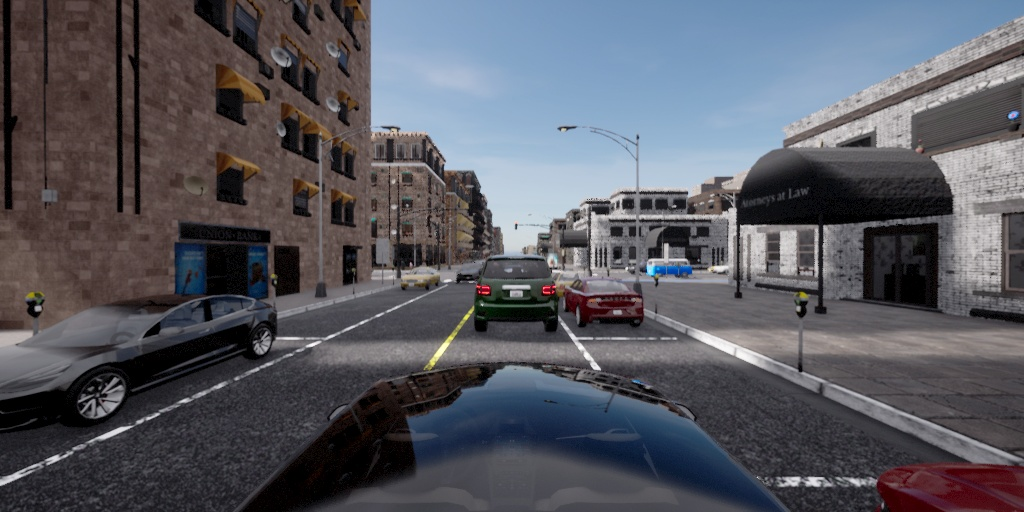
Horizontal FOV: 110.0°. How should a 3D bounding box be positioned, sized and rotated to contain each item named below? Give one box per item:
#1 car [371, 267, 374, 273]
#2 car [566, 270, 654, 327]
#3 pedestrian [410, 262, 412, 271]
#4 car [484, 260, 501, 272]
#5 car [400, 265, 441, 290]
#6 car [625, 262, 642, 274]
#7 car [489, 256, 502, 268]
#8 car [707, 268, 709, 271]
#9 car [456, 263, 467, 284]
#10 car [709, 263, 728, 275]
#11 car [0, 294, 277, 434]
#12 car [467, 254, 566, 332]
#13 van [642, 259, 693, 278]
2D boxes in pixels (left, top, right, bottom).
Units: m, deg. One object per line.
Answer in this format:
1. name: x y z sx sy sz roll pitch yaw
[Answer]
1. car: -16.436 1.368 35.912 4.718 1.301 1.895 0 0 0
2. car: 2.702 1.301 11.369 1.888 1.381 4.507 0 0 0
3. pedestrian: -12.574 1.242 44.672 0.500 1.100 0.500 0 0 0
4. car: -2.585 1.261 46.380 1.882 1.535 5.008 0 -1 -7
5. car: -5.664 1.293 22.608 1.751 1.417 4.829 0 0 0
6. car: 14.975 1.303 39.318 4.902 1.511 2.128 0 0 -2
7. car: -2.971 1.053 65.299 2.150 2.045 5.566 0 0 1
8. car: 25.537 1.349 41.964 4.829 1.417 1.751 0 0 0
9. car: -3.067 1.276 27.316 1.837 1.490 4.892 0 0 0
10. car: 24.817 1.438 39.367 4.718 1.301 1.895 0 0 0
11. car: -5.686 1.318 5.689 1.948 1.339 4.313 0 0 0
12. car: 0.109 0.978 11.043 2.150 2.045 5.566 0 0 0
13. van: 14.697 1.187 33.517 3.998 1.789 1.690 0 0 0
